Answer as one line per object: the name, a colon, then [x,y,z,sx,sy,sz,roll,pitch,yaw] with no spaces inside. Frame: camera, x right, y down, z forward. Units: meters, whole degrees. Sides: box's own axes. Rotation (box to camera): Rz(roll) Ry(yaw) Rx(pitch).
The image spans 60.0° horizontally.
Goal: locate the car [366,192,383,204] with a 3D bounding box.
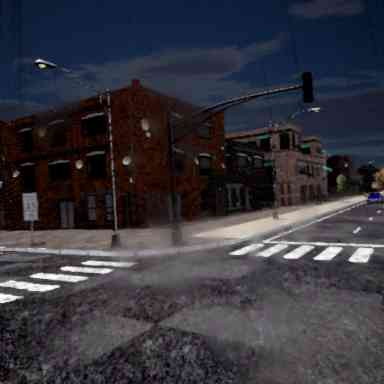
car: [24.580,0.809,44.703,1.812,1.442,4.674,-3,-1,33]
